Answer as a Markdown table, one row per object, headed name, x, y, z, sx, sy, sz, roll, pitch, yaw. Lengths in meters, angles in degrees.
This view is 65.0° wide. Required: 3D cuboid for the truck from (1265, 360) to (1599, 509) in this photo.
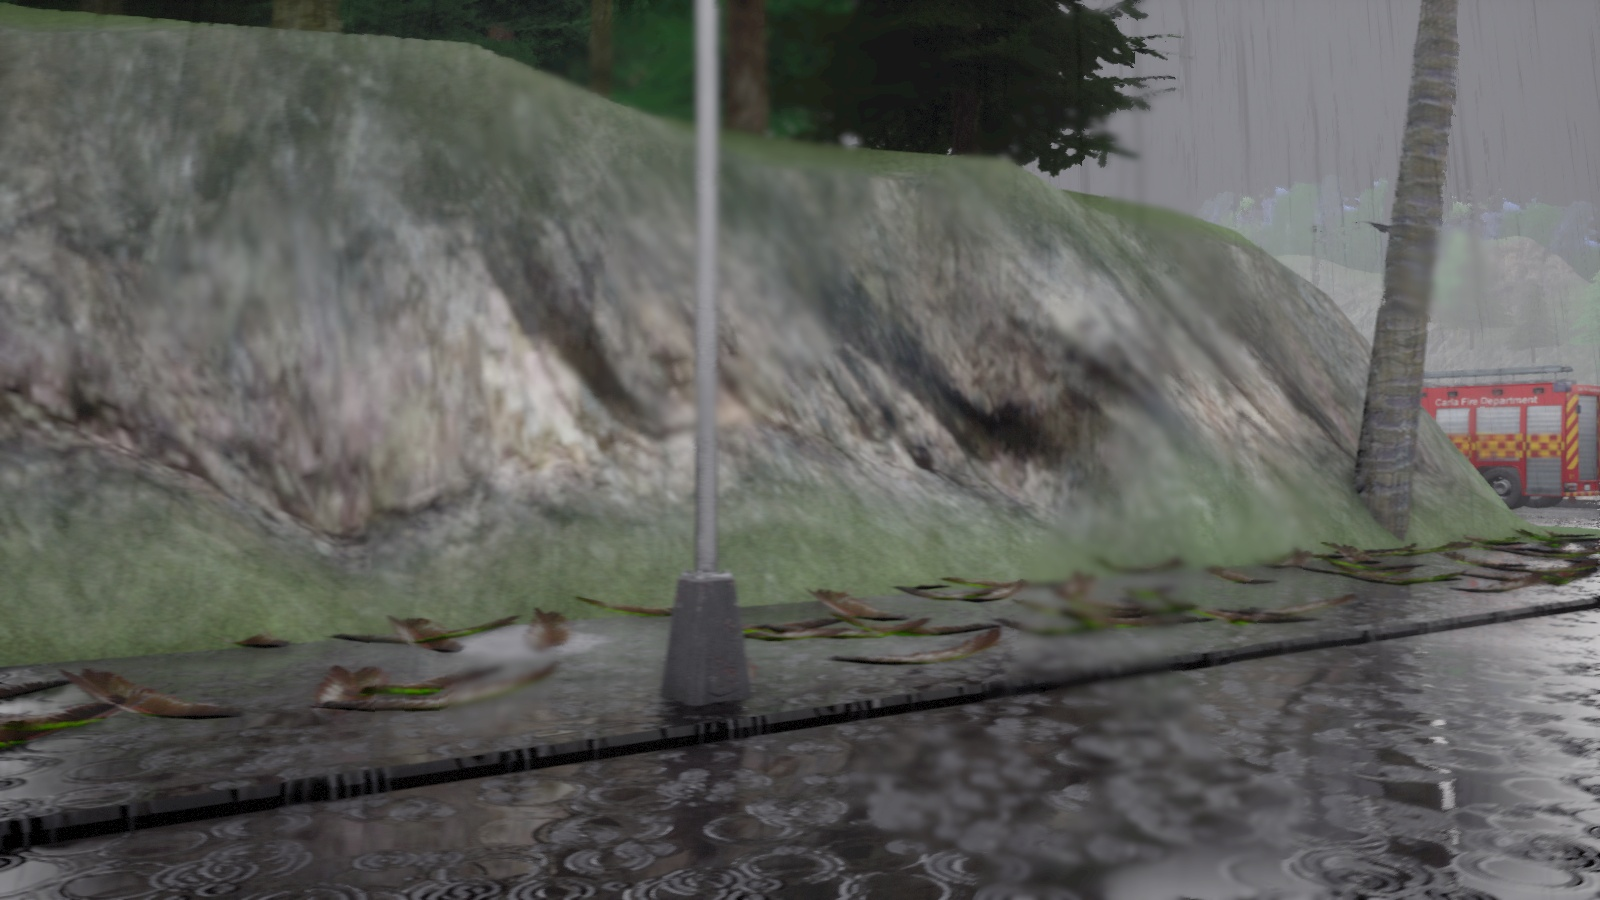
| name | x | y | z | sx | sy | sz | roll | pitch | yaw |
| --- | --- | --- | --- | --- | --- | --- | --- | --- | --- |
| truck | 18.127 | -0.381 | 36.481 | 2.891 | 3.827 | 8.468 | 0 | 0 | -36 |
